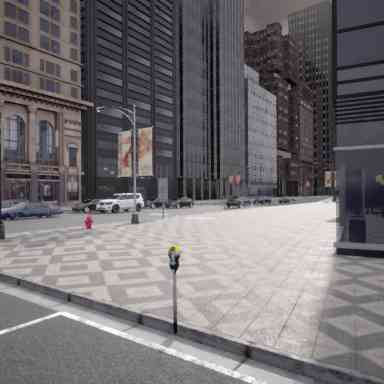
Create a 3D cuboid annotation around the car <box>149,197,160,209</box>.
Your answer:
[{"bbox_3d":[-4.966,1.453,45.283,1.837,1.490,4.892,-1,0,35],"label":"car"}]

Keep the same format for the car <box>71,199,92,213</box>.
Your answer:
[{"bbox_3d":[-10.969,1.477,36.801,1.837,1.490,4.892,-1,0,35],"label":"car"}]

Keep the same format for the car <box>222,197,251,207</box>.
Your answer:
[{"bbox_3d":[6.794,1.424,50.410,2.033,1.411,5.357,-1,0,36],"label":"car"}]

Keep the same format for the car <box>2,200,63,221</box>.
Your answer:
[{"bbox_3d":[-13.483,1.517,27.609,2.033,1.411,5.357,-1,0,35],"label":"car"}]

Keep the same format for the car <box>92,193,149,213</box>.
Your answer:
[{"bbox_3d":[-7.609,1.166,35.931,2.150,2.045,5.566,-1,0,35],"label":"car"}]

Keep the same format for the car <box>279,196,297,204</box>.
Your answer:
[{"bbox_3d":[17.182,1.436,59.415,1.895,1.301,4.718,-1,0,35],"label":"car"}]

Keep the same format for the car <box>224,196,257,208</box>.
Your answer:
[{"bbox_3d":[6.363,1.365,44.094,1.837,1.490,4.892,-1,0,35],"label":"car"}]

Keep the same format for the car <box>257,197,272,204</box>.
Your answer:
[{"bbox_3d":[12.297,1.465,58.300,1.895,1.301,4.718,-1,0,35],"label":"car"}]

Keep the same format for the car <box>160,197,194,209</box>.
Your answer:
[{"bbox_3d":[-1.636,1.426,44.361,1.837,1.490,4.892,-1,0,35],"label":"car"}]
